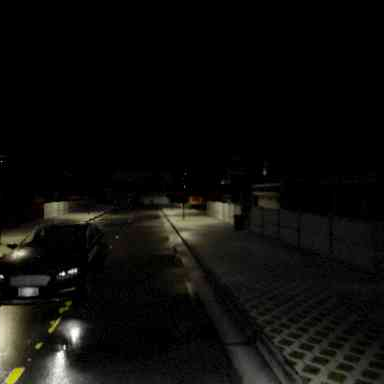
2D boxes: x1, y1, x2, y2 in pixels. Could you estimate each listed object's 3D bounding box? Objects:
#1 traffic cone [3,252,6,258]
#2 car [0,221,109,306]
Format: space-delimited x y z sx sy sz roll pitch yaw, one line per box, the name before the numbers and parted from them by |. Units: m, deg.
traffic cone | -5.394 2.036 9.586 0.340 0.580 0.340 0 0 -7
car | -3.262 1.552 8.434 2.128 1.511 4.902 0 0 -7
